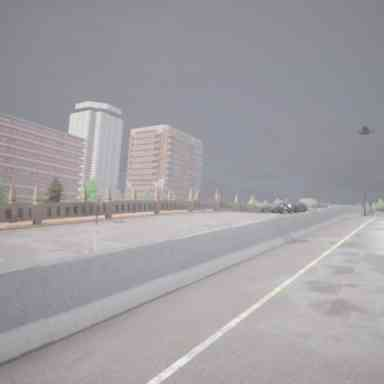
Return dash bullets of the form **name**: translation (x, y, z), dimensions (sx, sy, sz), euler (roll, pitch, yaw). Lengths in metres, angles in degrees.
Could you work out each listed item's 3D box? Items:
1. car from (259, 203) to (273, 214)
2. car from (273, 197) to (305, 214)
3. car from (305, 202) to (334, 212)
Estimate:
- **car**: translation (10.594, 2.153, 43.405), dimensions (2.033, 1.411, 5.357), euler (0, -4, 34)
- **car**: translation (11.807, 1.608, 38.897), dimensions (2.150, 2.045, 5.566), euler (0, -3, 33)
- **car**: translation (14.390, 1.826, 36.451), dimensions (2.128, 1.511, 4.902), euler (0, -3, 33)
